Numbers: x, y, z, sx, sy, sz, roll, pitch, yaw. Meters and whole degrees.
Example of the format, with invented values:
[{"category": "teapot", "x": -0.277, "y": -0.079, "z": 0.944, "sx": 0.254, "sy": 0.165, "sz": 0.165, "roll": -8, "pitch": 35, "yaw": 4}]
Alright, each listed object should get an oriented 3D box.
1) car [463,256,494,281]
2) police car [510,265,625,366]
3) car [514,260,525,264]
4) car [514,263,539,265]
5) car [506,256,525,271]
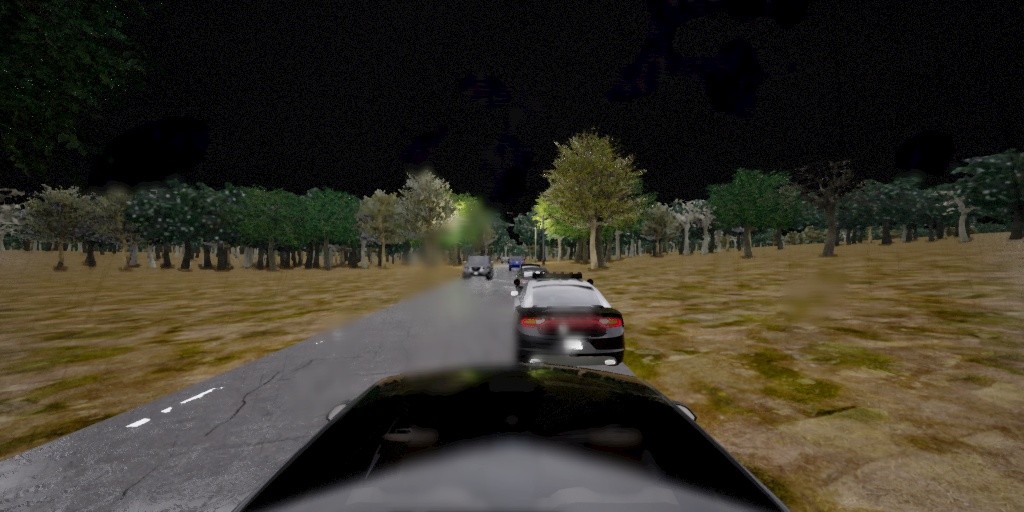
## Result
[{"category": "car", "x": -2.730, "y": 0.980, "z": 30.156, "sx": 2.150, "sy": 2.045, "sz": 5.566, "roll": 0, "pitch": 0, "yaw": 1}, {"category": "police car", "x": 0.996, "y": 1.174, "z": 8.112, "sx": 1.930, "sy": 1.638, "sz": 5.238, "roll": 0, "pitch": 0, "yaw": 1}, {"category": "car", "x": 1.193, "y": 1.259, "z": 24.002, "sx": 1.837, "sy": 1.490, "sz": 4.892, "roll": 0, "pitch": 0, "yaw": 1}, {"category": "car", "x": 1.119, "y": 1.276, "z": 18.003, "sx": 1.812, "sy": 1.442, "sz": 4.674, "roll": 0, "pitch": 0, "yaw": 1}, {"category": "car", "x": 0.674, "y": 0.999, "z": 50.099, "sx": 2.150, "sy": 2.045, "sz": 5.566, "roll": 0, "pitch": 0, "yaw": 1}]
